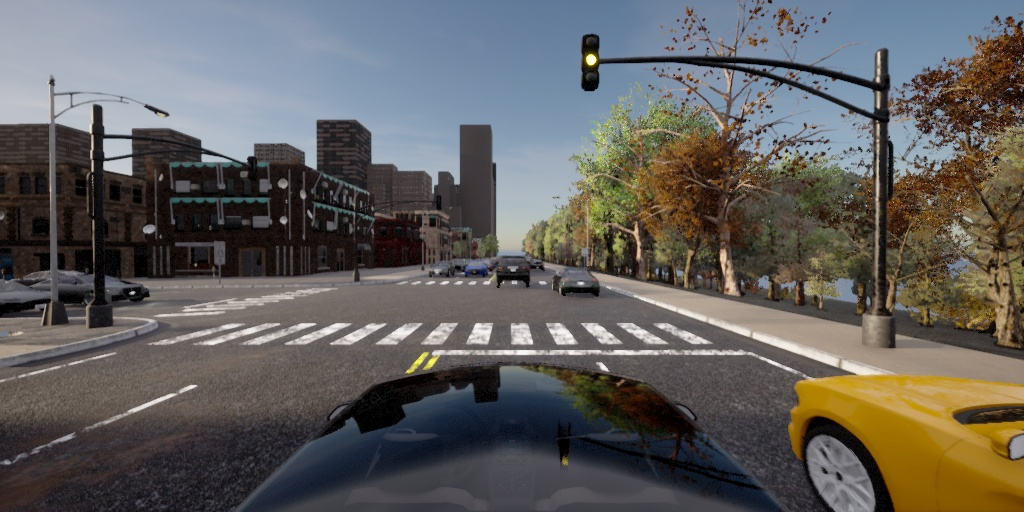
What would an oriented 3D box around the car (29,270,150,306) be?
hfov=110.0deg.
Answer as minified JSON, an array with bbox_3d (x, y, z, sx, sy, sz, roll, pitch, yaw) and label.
[{"bbox_3d":[-19.186,1.520,16.243,4.181,1.385,1.994,-1,1,0],"label":"car"}]

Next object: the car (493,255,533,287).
[{"bbox_3d":[0.075,0.955,24.730,2.150,2.045,5.566,0,0,0],"label":"car"}]

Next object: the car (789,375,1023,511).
[{"bbox_3d":[3.352,1.228,1.066,1.882,1.535,5.008,0,0,0],"label":"car"}]

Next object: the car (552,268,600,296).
[{"bbox_3d":[3.333,1.302,19.279,1.994,1.385,4.181,0,0,0],"label":"car"}]

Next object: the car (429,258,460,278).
[{"bbox_3d":[-6.625,1.217,34.342,2.128,1.511,4.902,0,0,0],"label":"car"}]

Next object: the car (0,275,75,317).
[{"bbox_3d":[-19.959,1.559,13.537,4.313,1.339,1.948,0,0,0],"label":"car"}]

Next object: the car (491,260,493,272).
[{"bbox_3d":[-3.382,1.242,44.844,1.812,1.442,4.674,0,0,0],"label":"car"}]

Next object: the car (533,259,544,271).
[{"bbox_3d":[3.300,1.217,48.814,1.837,1.490,4.892,0,0,0],"label":"car"}]

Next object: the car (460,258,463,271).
[{"bbox_3d":[-6.635,1.069,44.216,2.097,1.767,4.553,0,0,0],"label":"car"}]

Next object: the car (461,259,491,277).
[{"bbox_3d":[-3.376,1.203,34.733,1.882,1.535,5.008,0,0,0],"label":"car"}]

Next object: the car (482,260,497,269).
[{"bbox_3d":[-3.378,1.308,54.631,1.895,1.301,4.718,0,0,0],"label":"car"}]
